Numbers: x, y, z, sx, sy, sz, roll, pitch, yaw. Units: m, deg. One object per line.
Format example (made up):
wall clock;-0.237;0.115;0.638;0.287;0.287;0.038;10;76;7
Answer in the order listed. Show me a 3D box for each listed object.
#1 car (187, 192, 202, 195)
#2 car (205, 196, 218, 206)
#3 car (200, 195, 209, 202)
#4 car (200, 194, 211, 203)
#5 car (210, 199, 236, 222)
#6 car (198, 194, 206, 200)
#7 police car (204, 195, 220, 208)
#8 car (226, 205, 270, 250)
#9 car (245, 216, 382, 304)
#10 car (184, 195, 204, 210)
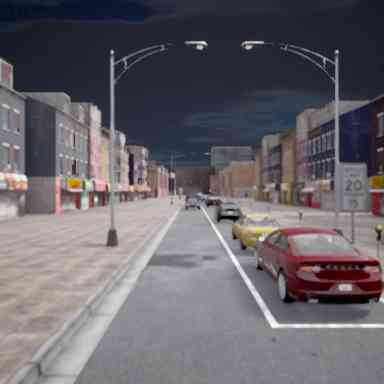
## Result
car;0.075;1.061;50.771;2.150;2.045;5.566;0;0;0
car;3.001;1.355;53.111;1.812;1.442;4.674;0;0;0
car;2.608;1.385;70.417;1.802;1.307;4.206;0;0;0
car;2.610;1.251;64.737;1.967;1.590;4.097;0;0;0
car;2.627;1.455;24.980;1.947;1.339;4.313;0;0;0
car;2.601;1.348;87.454;2.008;1.369;4.403;0;0;0
police car;2.989;1.266;46.221;1.930;1.638;5.238;0;0;0
car;2.632;1.454;13.790;1.752;1.417;4.829;0;0;0
car;2.634;1.498;7.941;1.887;1.381;4.507;0;0;0
car;0.080;1.404;40.611;2.033;1.411;5.357;0;0;-1
